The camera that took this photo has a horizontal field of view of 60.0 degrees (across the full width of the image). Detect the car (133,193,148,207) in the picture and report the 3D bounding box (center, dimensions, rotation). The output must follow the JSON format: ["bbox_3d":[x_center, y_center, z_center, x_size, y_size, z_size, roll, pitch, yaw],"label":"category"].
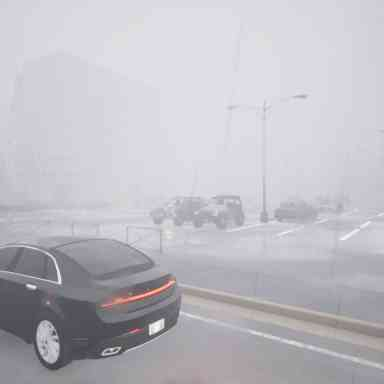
[{"bbox_3d":[-6.584,1.220,50.860,2.150,2.045,5.566,0,0,34],"label":"car"}]

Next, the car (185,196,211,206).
[{"bbox_3d":[1.083,1.476,55.672,1.882,1.535,5.008,0,0,34],"label":"car"}]

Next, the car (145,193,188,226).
[{"bbox_3d":[-0.632,1.153,21.882,1.932,1.855,4.605,0,0,34],"label":"car"}]

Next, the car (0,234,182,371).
[{"bbox_3d":[-2.429,1.504,5.733,4.892,1.490,1.837,0,0,36],"label":"car"}]

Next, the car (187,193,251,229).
[{"bbox_3d":[1.732,1.156,20.212,1.905,1.878,3.866,0,0,34],"label":"car"}]

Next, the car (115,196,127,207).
[{"bbox_3d":[-11.807,1.350,49.410,2.097,1.767,4.553,0,0,34],"label":"car"}]

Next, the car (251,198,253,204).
[{"bbox_3d":[9.870,1.503,62.456,1.837,1.490,4.892,0,0,34],"label":"car"}]

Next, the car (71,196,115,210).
[{"bbox_3d":[-12.470,1.524,42.149,1.812,1.442,4.674,0,0,34],"label":"car"}]

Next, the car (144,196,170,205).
[{"bbox_3d":[-6.028,1.524,57.920,1.812,1.442,4.674,0,0,35],"label":"car"}]

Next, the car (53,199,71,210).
[{"bbox_3d":[-17.144,1.546,41.492,2.033,1.411,5.357,0,0,34],"label":"car"}]

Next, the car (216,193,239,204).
[{"bbox_3d":[6.880,1.220,64.252,2.150,2.045,5.566,0,0,34],"label":"car"}]

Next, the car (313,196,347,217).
[{"bbox_3d":[13.779,1.395,33.146,1.970,1.475,3.806,0,0,34],"label":"car"}]

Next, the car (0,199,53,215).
[{"bbox_3d":[-17.472,1.599,34.738,1.895,1.301,4.718,0,0,34],"label":"car"}]
